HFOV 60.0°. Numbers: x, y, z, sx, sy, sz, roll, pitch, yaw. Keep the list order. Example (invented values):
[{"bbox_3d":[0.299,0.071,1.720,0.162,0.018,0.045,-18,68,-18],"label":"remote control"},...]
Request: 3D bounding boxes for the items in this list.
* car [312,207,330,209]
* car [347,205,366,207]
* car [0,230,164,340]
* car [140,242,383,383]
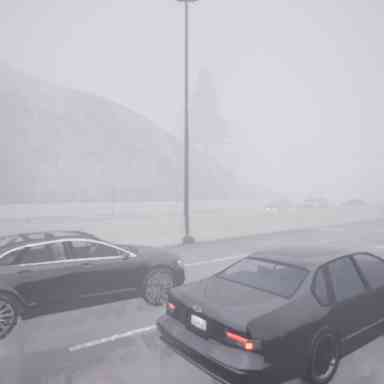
[{"bbox_3d":[15.081,1.434,40.627,2.097,1.767,4.553,0,0,44],"label":"car"},{"bbox_3d":[19.613,1.588,40.281,1.837,1.490,4.892,0,-1,43],"label":"car"},{"bbox_3d":[-2.362,1.507,6.470,4.902,1.511,2.128,0,0,-36],"label":"car"},{"bbox_3d":[2.075,1.559,5.374,5.357,1.411,2.033,0,0,-37],"label":"car"}]
